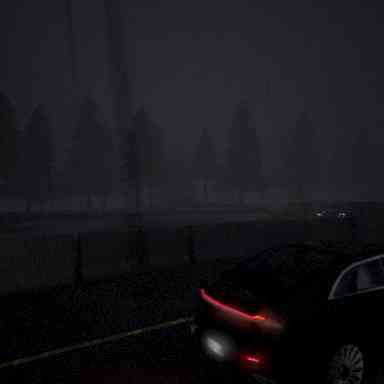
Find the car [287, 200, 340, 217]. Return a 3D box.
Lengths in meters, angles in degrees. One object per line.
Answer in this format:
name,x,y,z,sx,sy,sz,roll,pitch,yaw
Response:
car,11.691,1.526,32.001,4.674,1.442,1.812,0,0,-16

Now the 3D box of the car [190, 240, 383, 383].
car,2.325,1.492,4.947,4.902,1.511,2.128,0,0,-31

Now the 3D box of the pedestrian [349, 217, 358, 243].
pedestrian,6.438,1.574,13.240,0.375,1.300,0.375,0,0,-25

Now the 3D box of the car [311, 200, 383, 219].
car,10.031,1.352,20.392,4.553,1.767,2.097,0,0,-20

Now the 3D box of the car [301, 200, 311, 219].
car,10.786,1.505,24.391,4.892,1.490,1.837,0,0,-19

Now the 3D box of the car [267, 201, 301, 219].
car,8.576,1.477,27.302,5.008,1.535,1.882,0,0,-19
